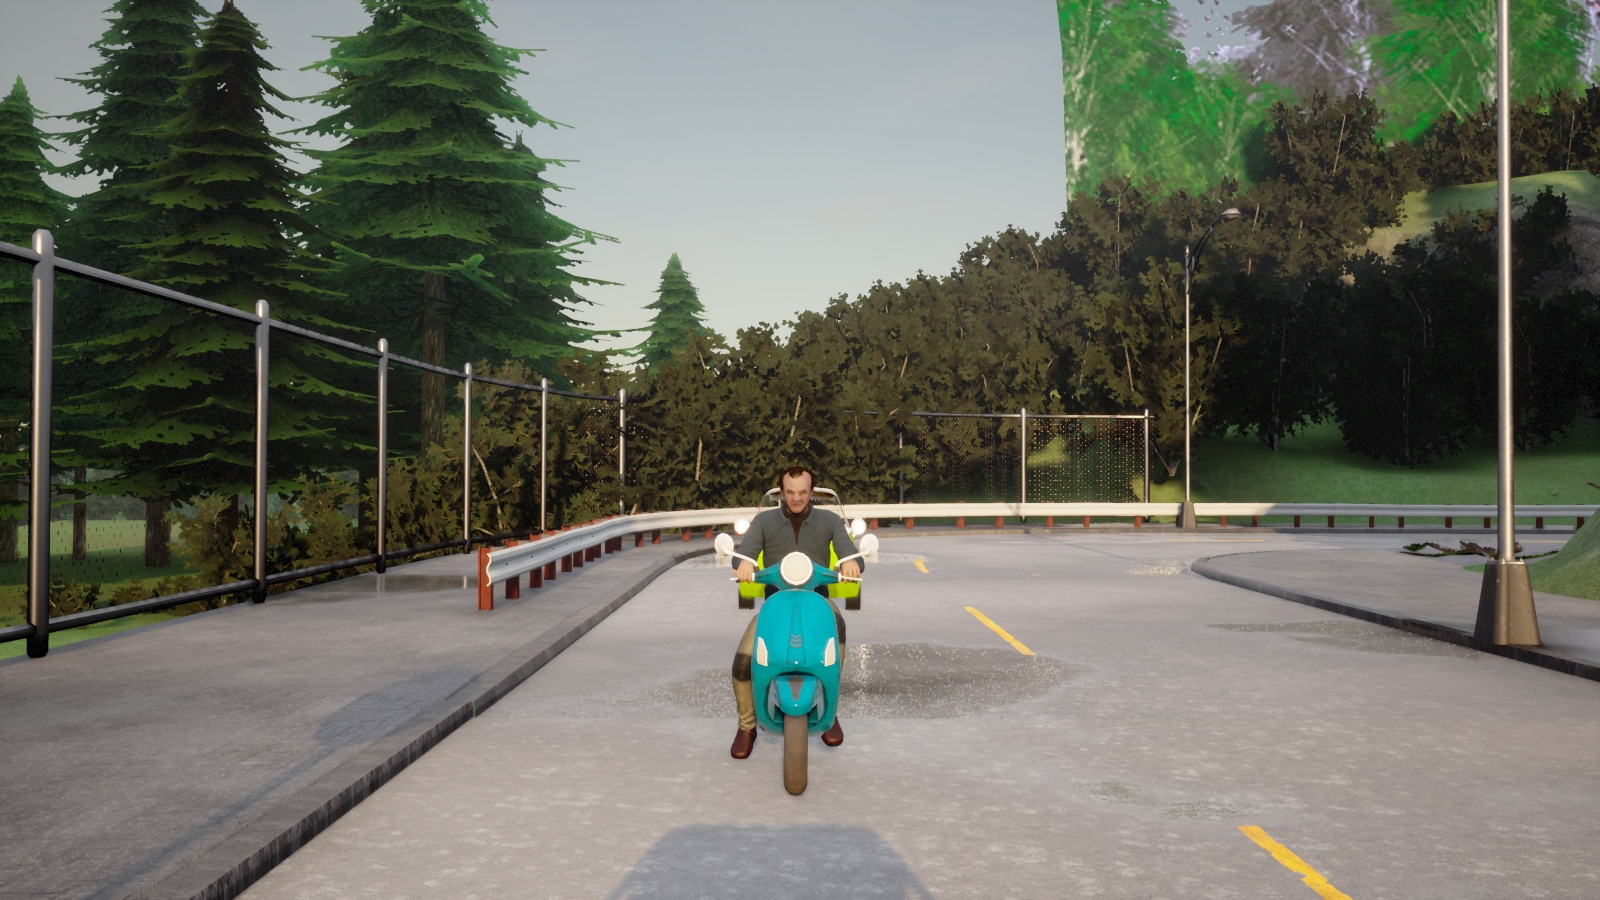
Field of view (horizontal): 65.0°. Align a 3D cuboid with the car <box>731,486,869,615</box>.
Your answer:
[{"bbox_3d":[0.024,1.115,14.671,1.481,1.376,2.207,0,-1,1],"label":"car"}]

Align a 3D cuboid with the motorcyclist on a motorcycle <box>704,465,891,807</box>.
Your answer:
[{"bbox_3d":[-0.012,0.881,6.766,0.866,1.590,1.817,0,-1,0],"label":"motorcyclist on a motorcycle"}]
